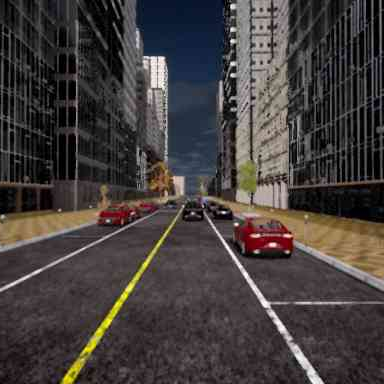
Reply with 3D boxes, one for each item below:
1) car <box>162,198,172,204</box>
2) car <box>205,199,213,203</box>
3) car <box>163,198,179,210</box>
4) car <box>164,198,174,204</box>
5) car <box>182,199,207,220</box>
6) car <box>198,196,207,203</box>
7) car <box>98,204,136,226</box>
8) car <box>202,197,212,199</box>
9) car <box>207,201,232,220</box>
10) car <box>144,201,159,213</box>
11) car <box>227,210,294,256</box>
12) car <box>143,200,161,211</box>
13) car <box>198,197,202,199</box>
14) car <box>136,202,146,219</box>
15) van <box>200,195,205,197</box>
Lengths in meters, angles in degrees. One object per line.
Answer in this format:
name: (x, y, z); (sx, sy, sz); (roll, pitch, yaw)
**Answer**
car: (-5.662, 2.025, 75.797); (1.752, 1.417, 4.829); (0, 0, 0)
car: (2.707, 1.858, 41.801); (1.947, 1.339, 4.313); (0, 0, 0)
car: (-3.064, 1.845, 49.300); (1.837, 1.490, 4.892); (0, 0, 0)
car: (-5.660, 2.083, 81.661); (2.008, 1.369, 4.403); (0, 0, 0)
car: (0.097, 1.697, 30.798); (1.882, 1.535, 5.008); (0, 0, 0)
car: (2.724, 1.879, 87.340); (2.192, 1.841, 5.009); (0, 0, 0)
car: (-5.680, 1.724, 24.734); (1.887, 1.381, 4.507); (0, 0, 0)
car: (2.711, 1.931, 53.185); (1.947, 1.339, 4.313); (0, 0, 0)
car: (2.703, 1.783, 30.417); (1.947, 1.339, 4.313); (0, 0, 0)
car: (-5.674, 1.838, 41.812); (1.887, 1.381, 4.507); (0, 0, 0)
car: (2.697, 1.644, 13.341); (1.887, 1.381, 4.507); (0, 0, 0)
car: (-5.672, 1.896, 47.505); (1.947, 1.339, 4.313); (0, 0, 0)
car: (0.021, 1.850, 50.264); (2.163, 1.488, 4.792); (0, 0, 0)
car: (-5.678, 1.800, 30.428); (1.802, 1.307, 4.206); (0, 0, 0)
van: (2.714, 1.741, 58.880); (1.690, 1.788, 3.998); (0, 0, 0)
